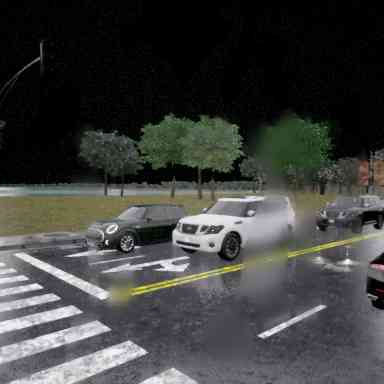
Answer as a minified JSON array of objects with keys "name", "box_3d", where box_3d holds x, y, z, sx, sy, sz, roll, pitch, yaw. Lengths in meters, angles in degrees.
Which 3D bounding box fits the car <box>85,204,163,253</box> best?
[{"name":"car","box_3d":[-1.964,1.299,13.522,4.553,1.767,2.097,0,0,-43]}]

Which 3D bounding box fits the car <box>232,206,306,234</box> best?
[{"name":"car","box_3d":[4.642,1.561,19.621,4.718,1.301,1.895,0,0,-43]}]

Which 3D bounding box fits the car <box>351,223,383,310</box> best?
[{"name":"car","box_3d":[5.220,1.500,6.749,4.902,1.511,2.128,0,0,-43]}]

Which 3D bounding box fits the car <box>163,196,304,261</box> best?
[{"name":"car","box_3d":[1.859,1.191,12.623,5.566,2.045,2.150,0,0,-43]}]

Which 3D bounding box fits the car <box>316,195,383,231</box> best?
[{"name":"car","box_3d":[9.482,1.207,19.653,5.566,2.045,2.150,0,0,-43]}]

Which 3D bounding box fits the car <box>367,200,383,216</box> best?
[{"name":"car","box_3d":[19.024,1.516,32.777,4.674,1.442,1.812,0,0,-44]}]

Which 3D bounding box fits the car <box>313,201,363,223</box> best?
[{"name":"car","box_3d":[11.414,1.500,25.847,4.674,1.442,1.812,0,0,-43]}]
